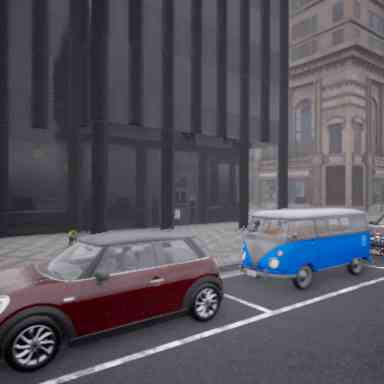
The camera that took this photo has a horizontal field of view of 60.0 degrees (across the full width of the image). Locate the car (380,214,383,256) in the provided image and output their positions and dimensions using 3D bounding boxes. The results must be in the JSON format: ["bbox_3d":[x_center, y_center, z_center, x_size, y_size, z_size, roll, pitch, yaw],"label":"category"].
[{"bbox_3d":[7.646,1.438,12.094,4.097,1.590,1.967,0,0,-35],"label":"car"}]

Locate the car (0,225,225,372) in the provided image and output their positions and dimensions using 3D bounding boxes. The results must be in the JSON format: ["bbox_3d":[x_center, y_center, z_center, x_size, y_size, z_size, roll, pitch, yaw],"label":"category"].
[{"bbox_3d":[-1.476,1.440,5.590,4.097,1.590,1.967,0,0,-35],"label":"car"}]

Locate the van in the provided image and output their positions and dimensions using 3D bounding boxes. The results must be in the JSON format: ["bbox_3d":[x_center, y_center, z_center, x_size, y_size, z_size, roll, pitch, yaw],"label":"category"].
[{"bbox_3d":[3.085,1.340,8.841,3.998,1.788,1.690,0,0,-35],"label":"van"}]
